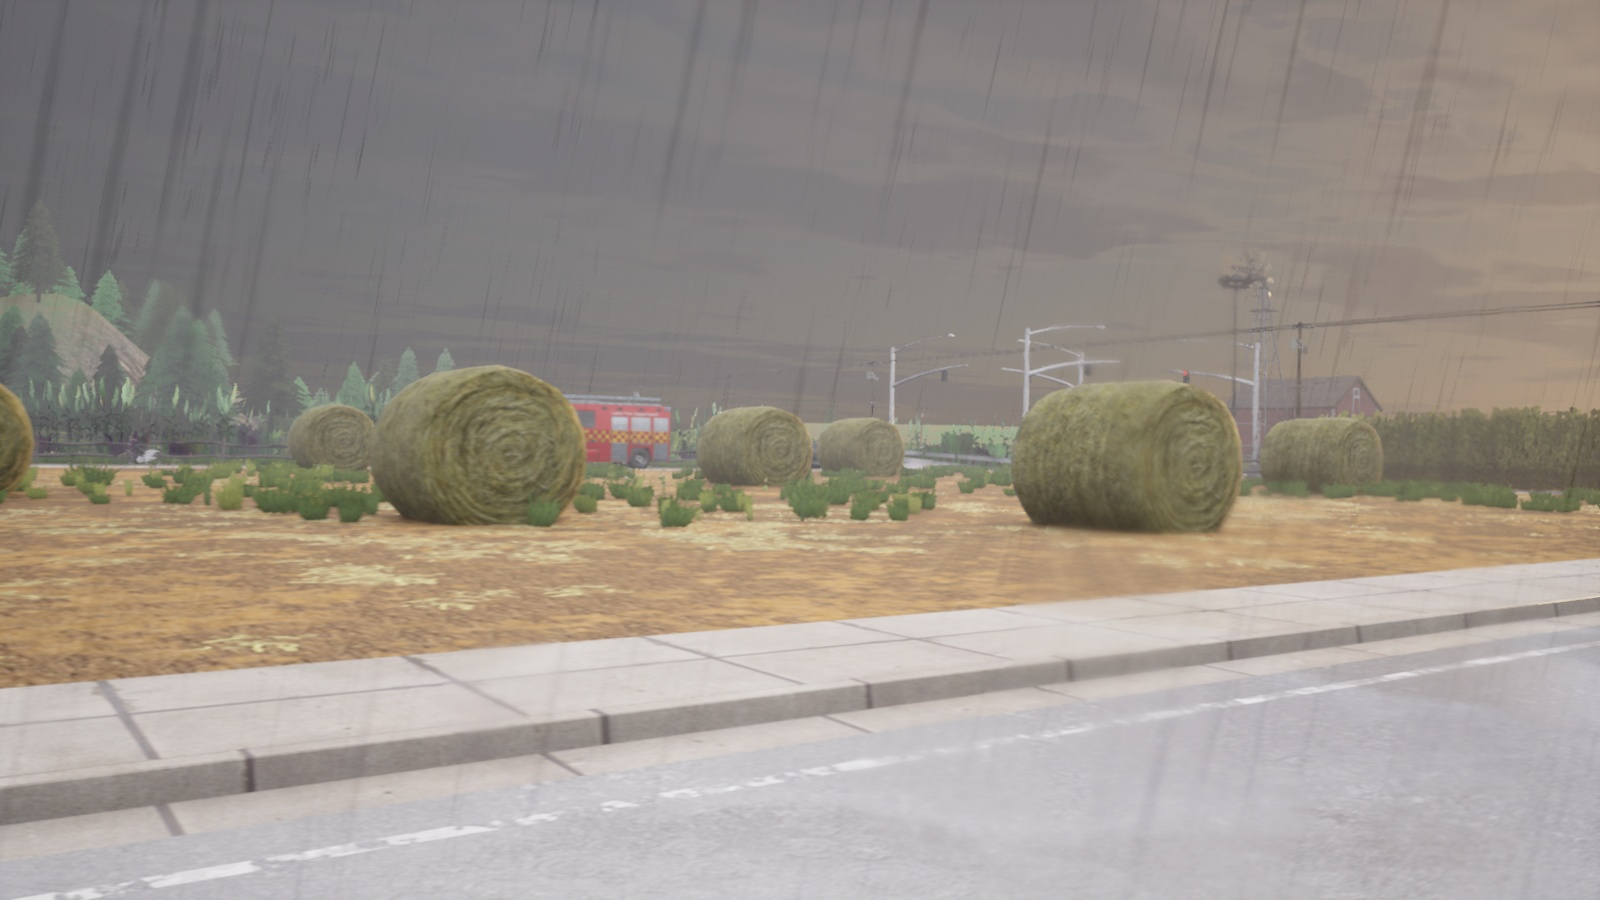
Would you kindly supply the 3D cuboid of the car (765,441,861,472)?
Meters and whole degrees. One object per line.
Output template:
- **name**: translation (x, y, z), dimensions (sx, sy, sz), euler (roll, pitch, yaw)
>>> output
- **car**: translation (0.733, 0.363, 68.725), dimensions (4.856, 1.649, 2.033), euler (1, 0, -31)

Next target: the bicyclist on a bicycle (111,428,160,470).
- **bicyclist on a bicycle**: translation (-29.026, -0.035, 54.883), dimensions (1.843, 1.776, 0.659), euler (1, 0, -31)

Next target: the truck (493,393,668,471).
- **truck**: translation (-11.394, -0.882, 65.492), dimensions (8.468, 3.827, 2.891), euler (1, 0, -31)
